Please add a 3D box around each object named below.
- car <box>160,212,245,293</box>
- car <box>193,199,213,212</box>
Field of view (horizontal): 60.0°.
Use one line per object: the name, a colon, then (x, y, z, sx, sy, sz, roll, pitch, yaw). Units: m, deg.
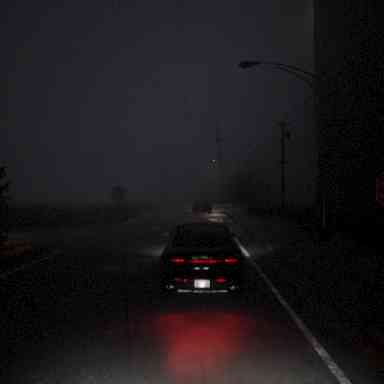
car: (0.261, 1.522, 8.863, 1.837, 1.490, 4.892, 0, 0, 2)
car: (1.217, 1.542, 36.426, 1.882, 1.535, 5.008, 0, 0, 7)
